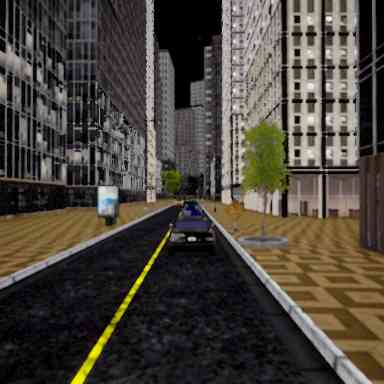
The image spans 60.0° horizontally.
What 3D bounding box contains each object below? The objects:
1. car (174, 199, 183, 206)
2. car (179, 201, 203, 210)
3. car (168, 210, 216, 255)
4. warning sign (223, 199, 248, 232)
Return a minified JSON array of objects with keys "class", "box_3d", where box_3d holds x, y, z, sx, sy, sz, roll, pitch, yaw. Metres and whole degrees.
[{"class":"car","box_3d":[-2.783,2.299,71.774,1.882,1.535,5.008,0,-1,0]},{"class":"car","box_3d":[-0.008,1.844,29.371,1.812,1.442,4.674,0,0,0]},{"class":"car","box_3d":[-0.005,1.692,13.987,2.033,1.411,5.357,0,-1,0]},{"class":"warning sign","box_3d":[2.510,1.319,19.260,1.300,1.860,1.060,0,-1,0]}]
